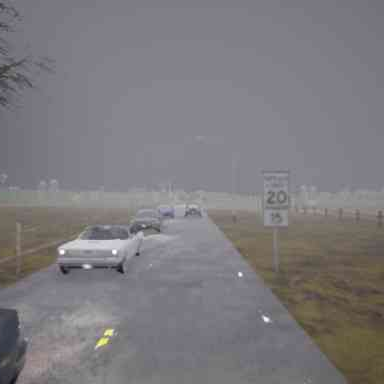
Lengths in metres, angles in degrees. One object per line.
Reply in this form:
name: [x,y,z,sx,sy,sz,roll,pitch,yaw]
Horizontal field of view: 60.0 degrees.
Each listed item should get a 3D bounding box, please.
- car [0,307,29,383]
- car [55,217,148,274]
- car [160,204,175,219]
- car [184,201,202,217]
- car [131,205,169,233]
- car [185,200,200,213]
car: [-2.470,1.568,1.316,2.033,1.411,5.357,0,-1,-6]
car: [-2.848,1.756,11.276,1.895,1.301,4.718,0,-1,0]
car: [-2.803,1.991,35.210,1.882,1.535,5.008,0,0,0]
car: [0.116,2.088,38.509,1.812,1.442,4.674,0,-1,0]
car: [-2.839,1.818,22.097,1.837,1.490,4.892,0,-1,0]
car: [0.066,2.073,48.413,2.097,1.767,4.553,0,-1,0]
